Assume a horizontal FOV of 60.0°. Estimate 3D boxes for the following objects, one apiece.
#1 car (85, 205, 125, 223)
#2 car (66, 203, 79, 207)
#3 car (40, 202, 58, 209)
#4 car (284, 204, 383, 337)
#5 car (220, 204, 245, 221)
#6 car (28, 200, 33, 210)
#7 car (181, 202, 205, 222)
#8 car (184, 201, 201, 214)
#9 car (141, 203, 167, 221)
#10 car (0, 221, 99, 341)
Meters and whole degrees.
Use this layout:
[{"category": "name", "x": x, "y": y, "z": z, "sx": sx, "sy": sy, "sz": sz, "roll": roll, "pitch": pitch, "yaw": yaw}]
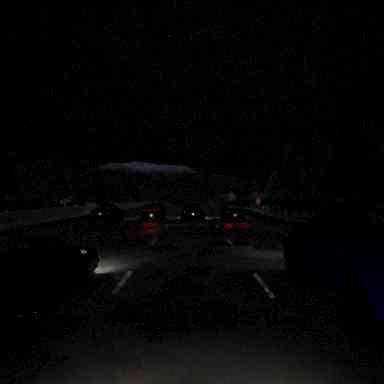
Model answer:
[{"category": "car", "x": -6.915, "y": 1.750, "z": 27.486, "sx": 2.033, "sy": 1.411, "sz": 5.357, "roll": 0, "pitch": -1, "yaw": 0}, {"category": "car", "x": -17.543, "y": 1.981, "z": 49.896, "sx": 2.097, "sy": 1.767, "sz": 4.553, "roll": 0, "pitch": -1, "yaw": 0}, {"category": "car", "x": -21.036, "y": 2.208, "z": 50.560, "sx": 1.994, "sy": 1.385, "sz": 4.181, "roll": 0, "pitch": -1, "yaw": 0}, {"category": "car", "x": 3.596, "y": 1.241, "z": 6.797, "sx": 2.150, "sy": 2.045, "sz": 5.566, "roll": 0, "pitch": 0, "yaw": 0}, {"category": "car", "x": 3.584, "y": 1.765, "z": 29.820, "sx": 1.812, "sy": 1.442, "sz": 4.674, "roll": 0, "pitch": -1, "yaw": 0}, {"category": "car", "x": -24.534, "y": 1.871, "z": 50.681, "sx": 2.150, "sy": 2.045, "sz": 5.566, "roll": 0, "pitch": -1, "yaw": 0}, {"category": "car", "x": 0.084, "y": 1.782, "z": 28.583, "sx": 1.994, "sy": 1.385, "sz": 4.181, "roll": 0, "pitch": -1, "yaw": 0}, {"category": "car", "x": 0.077, "y": 1.972, "z": 42.502, "sx": 2.128, "sy": 1.511, "sz": 4.902, "roll": 0, "pitch": -1, "yaw": 0}, {"category": "car", "x": -3.416, "y": 1.751, "z": 30.214, "sx": 1.837, "sy": 1.490, "sz": 4.892, "roll": 0, "pitch": -1, "yaw": 0}, {"category": "car", "x": -3.403, "y": 1.566, "z": 6.510, "sx": 2.033, "sy": 1.411, "sz": 5.357, "roll": 0, "pitch": 0, "yaw": 0}]
